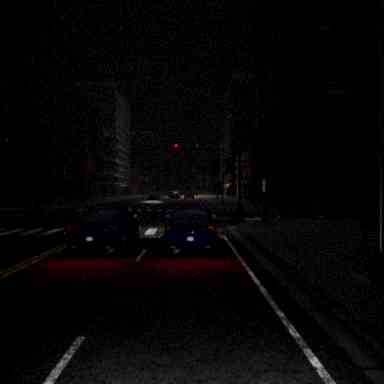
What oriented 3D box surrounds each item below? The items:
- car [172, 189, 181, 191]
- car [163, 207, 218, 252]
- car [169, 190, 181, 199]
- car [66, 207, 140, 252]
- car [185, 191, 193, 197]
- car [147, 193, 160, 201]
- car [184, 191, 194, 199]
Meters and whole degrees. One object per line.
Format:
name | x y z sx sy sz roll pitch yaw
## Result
car | -3.871 0.186 81.090 2.150 2.045 5.566 0 1 0
car | -0.041 1.330 13.236 1.882 1.535 5.008 0 1 0
car | -3.794 0.797 71.094 1.895 1.301 4.718 0 1 0
car | -3.308 1.331 13.210 1.882 1.535 5.008 0 1 0
car | -0.620 0.438 81.088 1.882 1.535 5.008 0 1 0
car | -6.996 0.921 60.789 1.895 1.301 4.718 0 1 0
car | -0.543 0.557 71.056 2.097 1.767 4.553 0 1 0
